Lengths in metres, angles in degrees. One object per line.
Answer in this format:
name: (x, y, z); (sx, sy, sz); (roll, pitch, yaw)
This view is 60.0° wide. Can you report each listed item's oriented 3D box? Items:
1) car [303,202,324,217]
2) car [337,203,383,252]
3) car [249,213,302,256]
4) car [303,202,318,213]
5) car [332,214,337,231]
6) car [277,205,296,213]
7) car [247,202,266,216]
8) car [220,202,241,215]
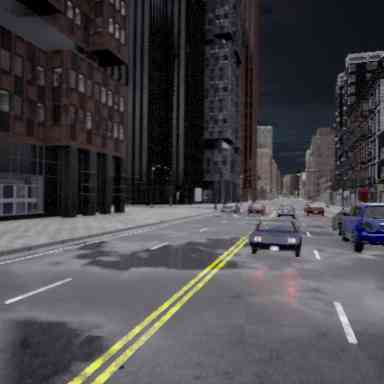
car: (14.643, 2.090, 39.780); (1.882, 1.535, 5.008); (1, -1, 17)
car: (8.195, 1.493, 15.011); (2.150, 2.045, 5.566); (1, -1, 17)
car: (3.637, 1.794, 14.199); (1.895, 1.301, 4.718); (1, -1, 17)
car: (17.361, 2.251, 48.822); (1.837, 1.490, 4.892); (1, -1, 17)
car: (9.913, 1.828, 20.725); (1.882, 1.535, 5.008); (1, -1, 17)
car: (9.952, 2.043, 35.150); (2.033, 1.411, 5.357); (1, -1, 17)
car: (7.744, 1.987, 39.680); (1.882, 1.535, 5.008); (1, -1, 17)
car: (4.869, 2.011, 41.391); (1.812, 1.442, 4.674); (1, -1, 17)
